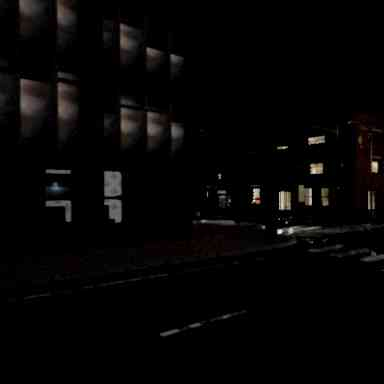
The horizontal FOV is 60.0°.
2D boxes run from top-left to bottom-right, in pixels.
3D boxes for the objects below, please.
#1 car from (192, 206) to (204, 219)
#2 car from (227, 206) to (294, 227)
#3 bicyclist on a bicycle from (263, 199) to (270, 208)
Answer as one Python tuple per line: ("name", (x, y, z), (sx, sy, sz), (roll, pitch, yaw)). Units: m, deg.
("car", (-0.806, 1.910, 33.349), (2.128, 1.511, 4.902), (-1, 0, -37))
("car", (5.048, 1.813, 25.513), (2.033, 1.411, 5.357), (-1, 0, -37))
("bicyclist on a bicycle", (8.092, 1.580, 36.012), (1.656, 1.620, 0.582), (-1, 0, -37))
